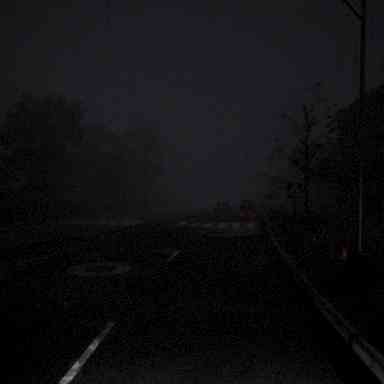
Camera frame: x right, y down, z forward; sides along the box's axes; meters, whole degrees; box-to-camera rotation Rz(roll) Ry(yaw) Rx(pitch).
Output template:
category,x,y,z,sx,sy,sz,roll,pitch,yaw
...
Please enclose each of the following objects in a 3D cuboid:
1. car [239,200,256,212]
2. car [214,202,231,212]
category,x,y,z,sx,sy,sz,roll,pitch,yaw
car,7.700,1.849,46.087,2.097,1.767,4.553,1,-1,12
car,4.165,1.995,45.074,2.033,1.411,5.357,1,-1,12
